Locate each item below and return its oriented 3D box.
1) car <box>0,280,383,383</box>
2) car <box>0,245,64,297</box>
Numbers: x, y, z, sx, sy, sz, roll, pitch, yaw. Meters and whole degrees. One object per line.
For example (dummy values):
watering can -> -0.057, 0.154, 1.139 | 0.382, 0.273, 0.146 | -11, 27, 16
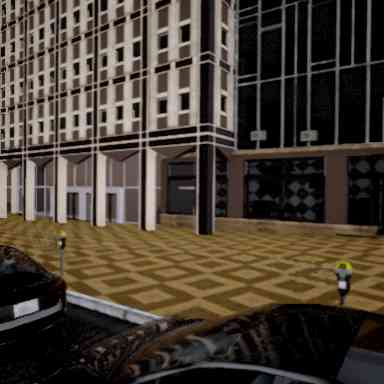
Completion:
car -> 0.679, 1.569, 2.379 | 4.313, 1.339, 1.947 | 0, 1, 36
car -> -3.900, 1.591, 5.646 | 4.313, 1.339, 1.947 | 0, 1, 36
